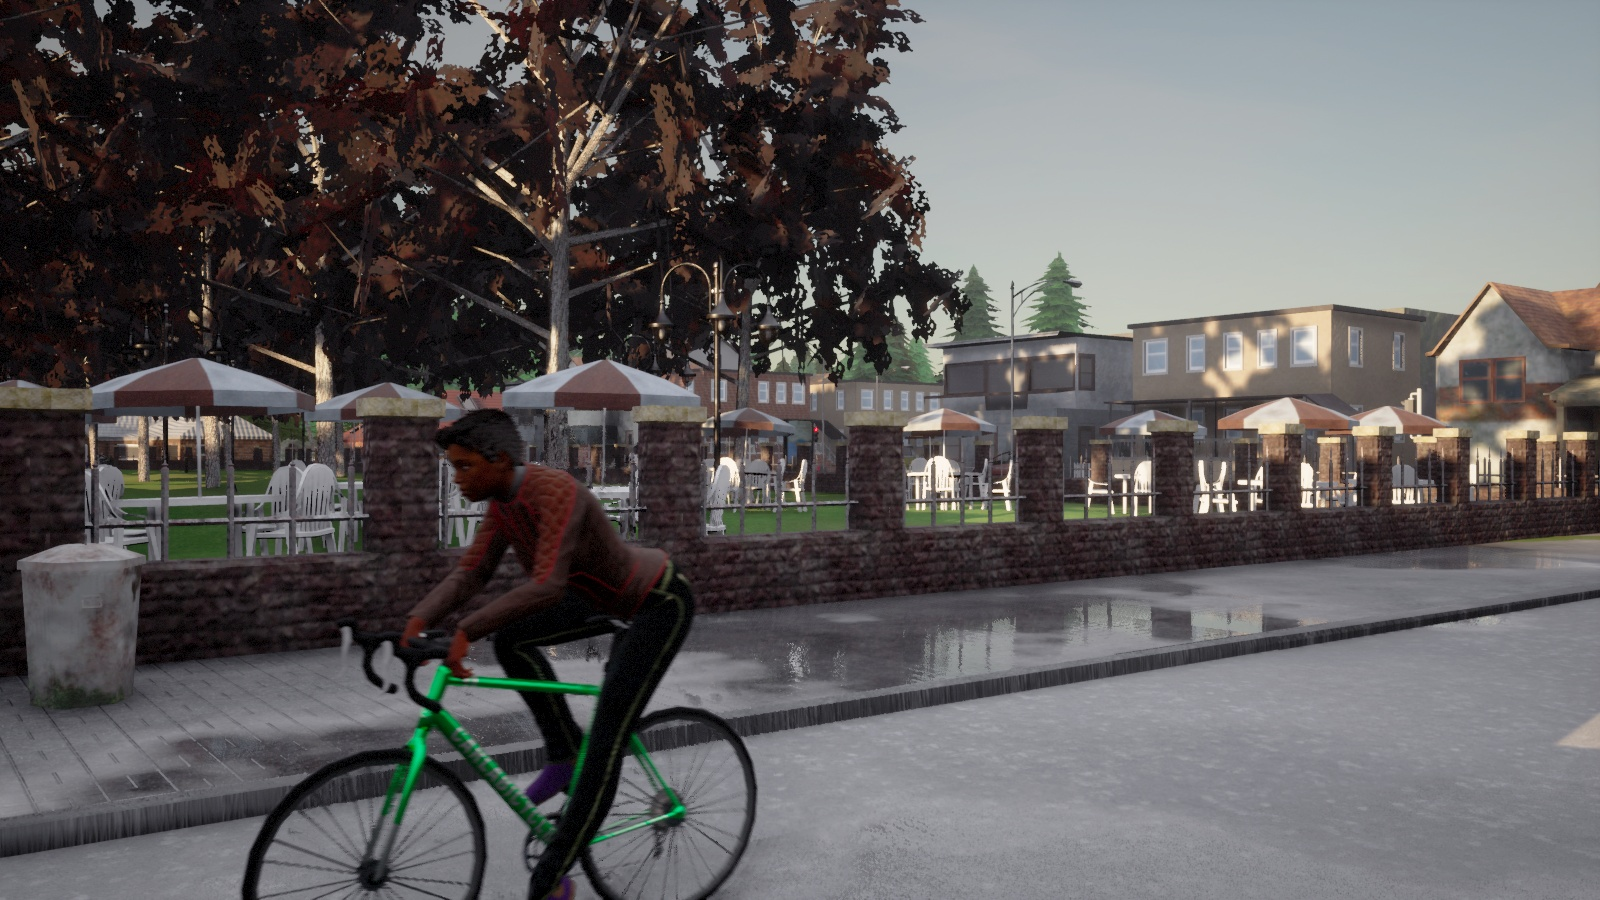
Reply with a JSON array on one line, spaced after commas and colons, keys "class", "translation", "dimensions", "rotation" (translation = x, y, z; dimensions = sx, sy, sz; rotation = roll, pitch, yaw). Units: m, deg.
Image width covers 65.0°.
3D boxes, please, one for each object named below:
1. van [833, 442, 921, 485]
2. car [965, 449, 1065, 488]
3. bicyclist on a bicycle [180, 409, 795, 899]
[{"class": "van", "translation": [3.654, 0.638, 60.519], "dimensions": [1.775, 1.987, 4.442], "rotation": [0, 0, -37]}, {"class": "car", "translation": [9.083, 0.754, 53.352], "dimensions": [1.851, 1.617, 3.988], "rotation": [0, 0, -37]}, {"class": "bicyclist on a bicycle", "translation": [-0.856, 0.709, 3.707], "dimensions": [1.656, 1.620, 0.582], "rotation": [0, 0, -37]}]
